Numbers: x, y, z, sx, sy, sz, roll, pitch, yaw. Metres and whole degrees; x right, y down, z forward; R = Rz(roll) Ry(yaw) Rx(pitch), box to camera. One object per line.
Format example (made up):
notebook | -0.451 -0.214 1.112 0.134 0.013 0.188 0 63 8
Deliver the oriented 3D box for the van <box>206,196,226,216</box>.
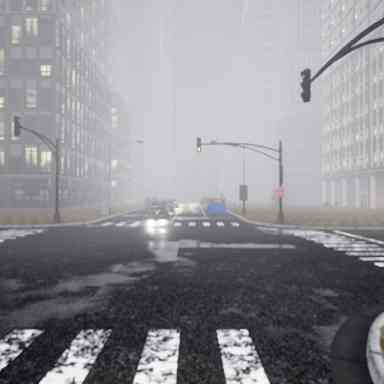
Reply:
van | 2.688 1.542 35.589 1.690 1.788 3.998 0 0 0

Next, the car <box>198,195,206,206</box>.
car | 2.682 1.670 63.280 2.192 1.841 5.009 0 0 0

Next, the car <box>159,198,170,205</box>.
car | -5.677 1.937 68.850 2.008 1.369 4.403 0 0 0

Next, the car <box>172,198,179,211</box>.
car | -3.189 1.788 42.750 2.033 1.411 5.357 0 0 0

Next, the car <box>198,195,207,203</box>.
car | 2.769 1.792 85.438 2.192 1.841 5.009 0 0 0

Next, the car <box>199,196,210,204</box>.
car | 2.726 1.731 74.360 2.192 1.841 5.009 0 0 0

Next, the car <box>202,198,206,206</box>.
car | 2.619 1.777 41.126 1.887 1.381 4.507 0 0 0

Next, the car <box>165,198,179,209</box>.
car | -3.139 1.775 52.889 1.882 1.535 5.008 0 0 1

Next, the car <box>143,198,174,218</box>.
car | -3.236 1.677 32.965 2.128 1.511 4.902 0 0 -1

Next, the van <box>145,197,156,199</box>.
van | -5.763 1.604 46.695 1.690 1.788 3.998 0 0 0

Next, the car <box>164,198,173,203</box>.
car | -5.634 2.028 79.929 1.802 1.307 4.206 0 0 0

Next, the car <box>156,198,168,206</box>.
car | -5.699 1.921 63.311 1.947 1.339 4.313 0 0 0

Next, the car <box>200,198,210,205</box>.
car | 2.703 1.931 68.818 1.887 1.381 4.507 0 0 0
